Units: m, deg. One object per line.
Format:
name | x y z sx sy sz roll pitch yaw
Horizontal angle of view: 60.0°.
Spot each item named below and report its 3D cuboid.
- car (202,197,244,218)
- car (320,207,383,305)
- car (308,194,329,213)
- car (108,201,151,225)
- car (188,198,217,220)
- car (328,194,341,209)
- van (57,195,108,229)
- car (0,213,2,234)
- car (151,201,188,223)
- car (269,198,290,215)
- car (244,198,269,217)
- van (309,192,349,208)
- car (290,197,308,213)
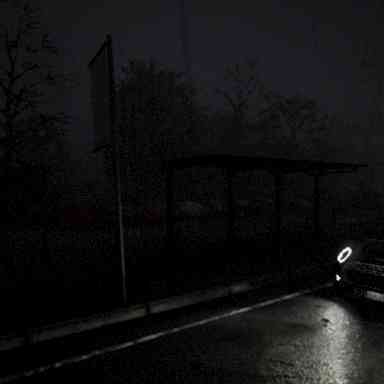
car | 1.734 1.238 27.996 2.185 1.767 4.553 0 0 -36
car | 5.161 1.286 7.367 4.553 1.767 2.097 -1 0 -36
car | 10.888 1.289 34.279 1.946 1.575 5.366 0 0 -36
car | -5.018 1.461 23.122 2.002 1.452 4.674 0 0 -36
car | -0.503 1.423 26.355 2.002 1.452 4.674 0 0 -36
car | 13.021 1.304 36.071 2.163 1.488 4.792 0 0 -36
van | -7.346 1.214 21.604 1.878 1.987 4.442 -1 0 -36
car | -11.773 1.509 18.257 2.163 1.488 4.792 0 0 -36
car | -2.759 1.401 24.737 2.097 1.535 5.008 0 0 -36
car | 6.270 1.329 31.197 2.231 1.521 4.892 0 0 -36
car | 4.006 1.345 29.591 2.097 1.535 5.008 0 0 -36
van | 15.361 1.031 37.564 1.878 1.987 4.442 0 0 -36
car | 8.506 1.339 32.840 2.163 1.488 4.792 0 0 -36
